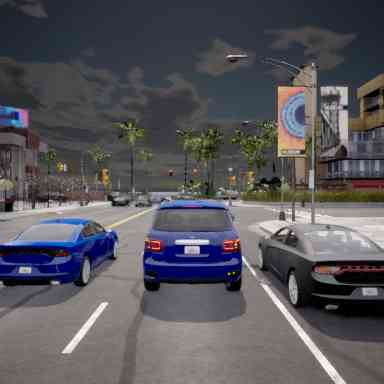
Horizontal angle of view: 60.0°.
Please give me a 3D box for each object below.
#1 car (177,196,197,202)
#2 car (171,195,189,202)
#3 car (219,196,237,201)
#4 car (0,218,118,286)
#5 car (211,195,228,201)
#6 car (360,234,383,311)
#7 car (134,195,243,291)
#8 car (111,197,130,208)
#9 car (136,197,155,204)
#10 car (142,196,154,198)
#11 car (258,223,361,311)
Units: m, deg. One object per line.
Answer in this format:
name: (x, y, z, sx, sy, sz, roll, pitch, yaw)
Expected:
car: (-0.977, 1.540, 74.710, 2.033, 1.411, 5.357, 0, 0, 29)
car: (-2.726, 1.524, 78.525, 1.812, 1.442, 4.674, 0, 0, 33)
car: (9.336, 1.595, 86.612, 4.718, 1.301, 1.895, 0, 0, -40)
car: (-3.455, 1.478, 9.404, 1.882, 1.535, 5.008, 0, 0, 0)
car: (7.329, 1.524, 89.481, 4.674, 1.442, 1.812, 0, 0, -40)
car: (3.039, 1.354, 1.486, 2.185, 1.767, 4.553, 0, 0, 0)
car: (0.038, 1.221, 9.152, 2.150, 2.045, 5.566, 0, 0, 1)
car: (-10.511, 1.478, 49.074, 1.882, 1.535, 5.008, 0, 0, 2)
car: (-8.890, 1.601, 64.395, 1.895, 1.301, 4.718, 0, 0, 15)
car: (-7.040, 1.563, 48.271, 1.994, 1.385, 4.181, 0, 0, 1)
car: (2.891, 1.480, 7.911, 2.097, 1.535, 5.008, 0, 0, 0)
